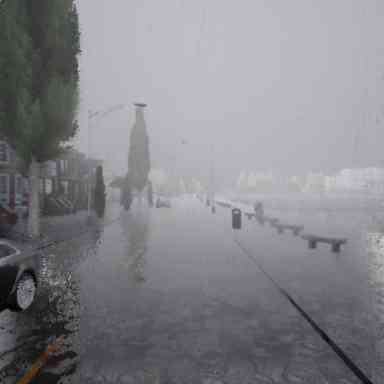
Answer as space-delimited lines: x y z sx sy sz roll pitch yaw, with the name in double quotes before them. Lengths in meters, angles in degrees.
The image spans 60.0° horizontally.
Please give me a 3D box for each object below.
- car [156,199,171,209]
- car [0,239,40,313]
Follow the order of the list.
"car" -4.033 1.694 47.922 1.994 1.385 4.181 0 0 1
"car" -4.069 1.507 4.963 2.128 1.511 4.902 0 0 0
